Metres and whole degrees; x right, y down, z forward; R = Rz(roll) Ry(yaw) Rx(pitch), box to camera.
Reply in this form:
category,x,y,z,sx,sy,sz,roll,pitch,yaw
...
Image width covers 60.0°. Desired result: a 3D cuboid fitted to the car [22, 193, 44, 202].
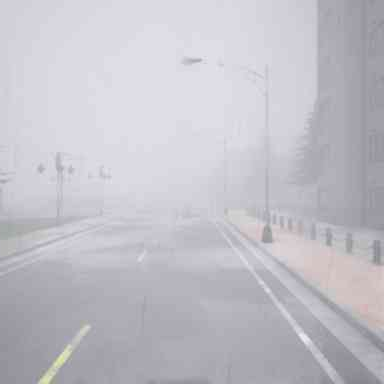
category,x,y,z,sx,sy,sz,roll,pitch,yaw
car,-35.917,1.512,74.197,3.633,1.501,1.845,0,0,0

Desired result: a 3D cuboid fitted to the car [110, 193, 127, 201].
category,x,y,z,sx,sy,sz,roll,pitch,yaw
car,-17.791,1.278,80.745,3.866,1.878,1.905,0,0,0

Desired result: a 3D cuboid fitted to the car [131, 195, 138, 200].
category,x,y,z,sx,sy,sz,roll,pitch,yaw
car,-17.813,1.384,93.539,5.027,1.636,2.152,0,0,0

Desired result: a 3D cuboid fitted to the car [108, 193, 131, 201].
category,x,y,z,sx,sy,sz,roll,pitch,yaw
car,-17.374,1.292,77.840,4.605,1.855,1.932,0,0,0

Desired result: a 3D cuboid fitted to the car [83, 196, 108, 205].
category,x,y,z,sx,sy,sz,roll,pitch,yaw
car,-17.479,1.527,59.256,3.633,1.501,1.845,0,0,0

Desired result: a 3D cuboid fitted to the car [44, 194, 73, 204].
category,x,y,z,sx,sy,sz,roll,pitch,yaw
car,-24.905,1.547,62.223,3.806,1.475,1.970,0,0,0
